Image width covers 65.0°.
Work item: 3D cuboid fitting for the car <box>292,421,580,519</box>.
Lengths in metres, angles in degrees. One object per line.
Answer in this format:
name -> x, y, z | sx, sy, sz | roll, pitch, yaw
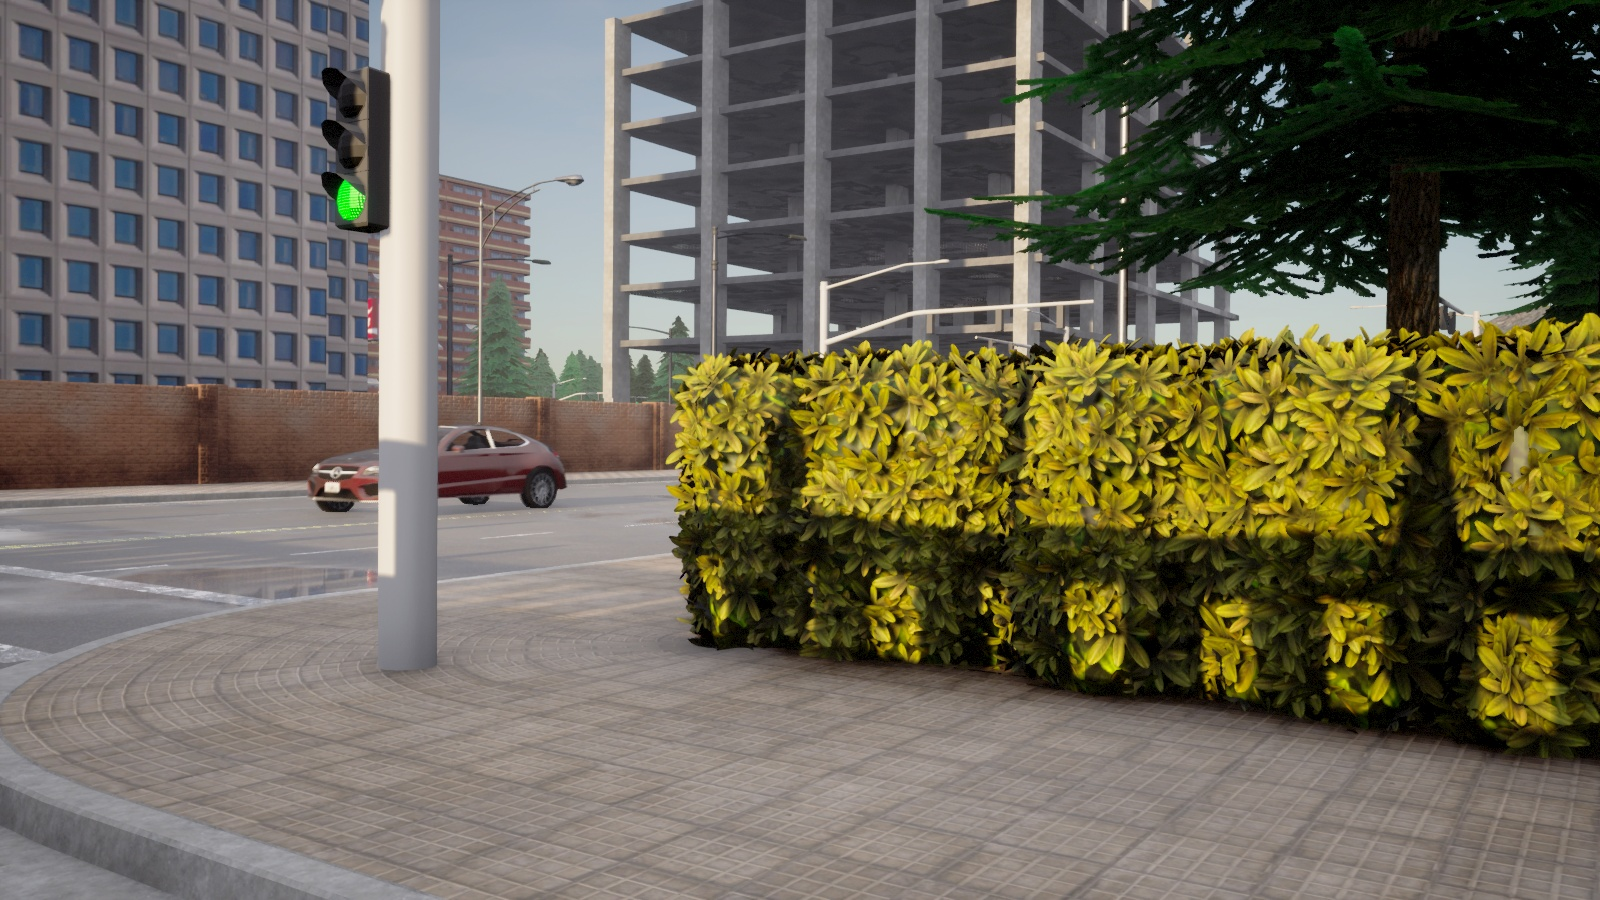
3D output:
car -> -6.741, 0.301, 23.838 | 2.152, 1.651, 5.027 | 0, 1, 33
